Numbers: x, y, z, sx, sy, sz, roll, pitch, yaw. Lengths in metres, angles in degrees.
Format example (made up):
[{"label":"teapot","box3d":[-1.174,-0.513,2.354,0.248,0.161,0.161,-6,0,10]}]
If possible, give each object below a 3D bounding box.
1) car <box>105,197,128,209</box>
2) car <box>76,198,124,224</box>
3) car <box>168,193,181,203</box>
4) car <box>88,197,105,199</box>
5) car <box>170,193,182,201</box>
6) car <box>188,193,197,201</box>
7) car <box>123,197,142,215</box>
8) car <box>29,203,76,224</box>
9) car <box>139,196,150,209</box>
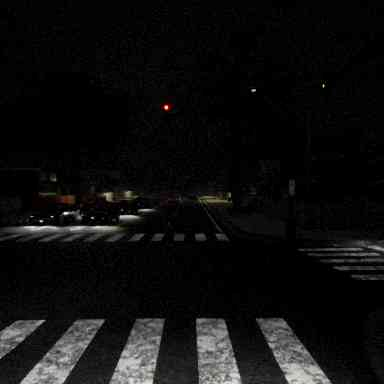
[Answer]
[{"label":"car","box3d":[-9.848,1.436,43.834,1.895,1.301,4.718,0,1,0]},{"label":"car","box3d":[-6.604,1.471,24.482,1.837,1.490,4.892,0,0,0]},{"label":"car","box3d":[-3.162,1.217,57.787,1.895,1.301,4.718,0,1,0]},{"label":"car","box3d":[-9.855,1.289,33.787,2.097,1.767,4.553,0,0,0]},{"label":"car","box3d":[-3.163,0.945,67.771,2.128,1.511,4.902,0,1,0]},{"label":"car","box3d":[0.090,0.942,67.082,1.882,1.535,5.008,0,1,0]},{"label":"car","box3d":[-6.602,1.503,33.380,1.994,1.385,4.181,0,0,0]},{"label":"car","box3d":[-9.856,1.514,24.403,2.033,1.411,5.357,0,0,0]},{"label":"car","box3d":[-6.597,1.341,43.784,1.837,1.490,4.892,0,1,0]}]
